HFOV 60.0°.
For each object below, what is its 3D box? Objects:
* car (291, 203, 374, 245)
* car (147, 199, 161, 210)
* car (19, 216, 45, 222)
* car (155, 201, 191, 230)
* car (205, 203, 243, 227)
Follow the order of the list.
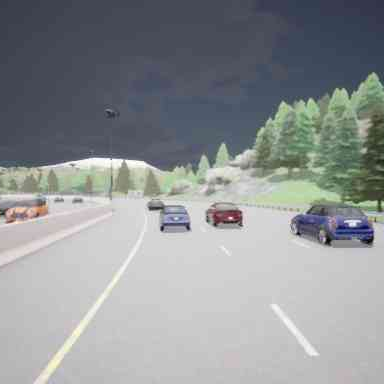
[{"bbox_3d":[6.356,1.339,15.590,2.097,1.767,4.553,0,0,-4],"label":"car"},{"bbox_3d":[-4.639,1.575,42.248,1.994,1.385,4.181,0,0,-12],"label":"car"},{"bbox_3d":[-12.531,1.379,25.716,2.097,1.767,4.553,0,0,-8],"label":"car"},{"bbox_3d":[-1.176,1.551,21.352,2.033,1.411,5.357,0,0,-6],"label":"car"},{"bbox_3d":[2.114,1.474,23.024,1.882,1.535,5.008,0,0,-6],"label":"car"}]
